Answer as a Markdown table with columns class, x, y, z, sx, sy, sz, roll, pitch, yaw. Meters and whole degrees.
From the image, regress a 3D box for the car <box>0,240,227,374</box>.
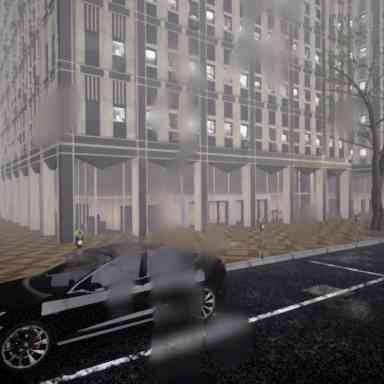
| class | x | y | z | sx | sy | sz | roll | pitch | yaw |
| --- | --- | --- | --- | --- | --- | --- | --- | --- | --- |
| car | -1.332 | 1.565 | 5.615 | 4.313 | 1.339 | 1.947 | 0 | -1 | -35 |
